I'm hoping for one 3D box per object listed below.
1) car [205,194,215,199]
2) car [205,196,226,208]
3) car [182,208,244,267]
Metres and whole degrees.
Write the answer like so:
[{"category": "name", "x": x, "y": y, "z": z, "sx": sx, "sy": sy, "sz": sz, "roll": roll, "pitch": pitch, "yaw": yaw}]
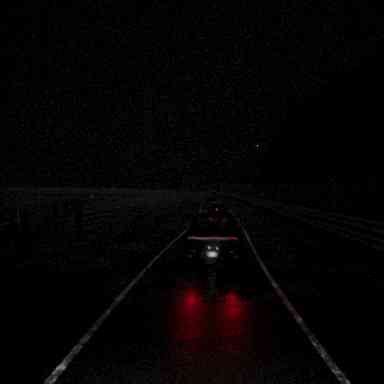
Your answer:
[{"category": "car", "x": 3.350, "y": 1.062, "z": 59.217, "sx": 1.882, "sy": 1.535, "sz": 5.008, "roll": 0, "pitch": 1, "yaw": 0}, {"category": "car", "x": 2.604, "y": 1.514, "z": 35.280, "sx": 1.812, "sy": 1.442, "sz": 4.674, "roll": 0, "pitch": 1, "yaw": 3}, {"category": "car", "x": 0.748, "y": 1.524, "z": 11.651, "sx": 2.128, "sy": 1.511, "sz": 4.902, "roll": 0, "pitch": 0, "yaw": 4}]
